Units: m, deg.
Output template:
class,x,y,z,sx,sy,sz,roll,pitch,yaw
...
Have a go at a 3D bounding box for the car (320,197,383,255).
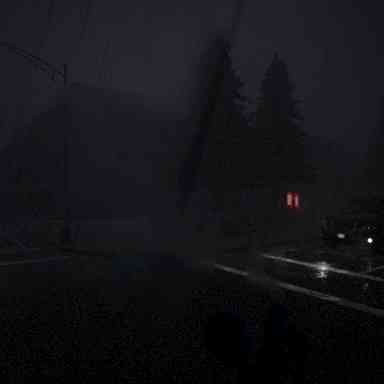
class,x,y,z,sx,sy,sz,roll,pitch,yaw
car,7.649,1.247,13.771,5.566,2.045,2.150,0,0,-37
